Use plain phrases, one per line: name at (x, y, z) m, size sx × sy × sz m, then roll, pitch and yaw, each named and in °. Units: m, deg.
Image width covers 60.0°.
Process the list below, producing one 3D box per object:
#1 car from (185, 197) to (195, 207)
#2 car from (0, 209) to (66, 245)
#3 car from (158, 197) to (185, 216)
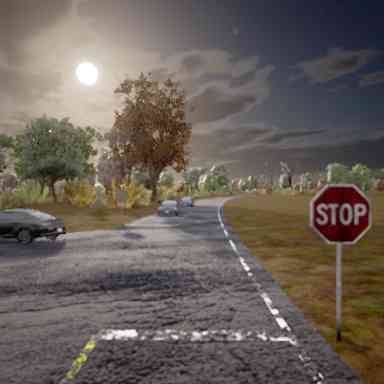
car at (-0.741, 1.399, 47.542) m, size 1.812 × 1.442 × 4.674 m, roll 0°, pitch 1°, yaw 5°
car at (-8.016, 1.498, 15.066) m, size 4.674 × 1.442 × 1.812 m, roll 0°, pitch -1°, yaw 14°
car at (-2.045, 1.443, 31.393) m, size 1.812 × 1.442 × 4.674 m, roll 0°, pitch 0°, yaw 4°
